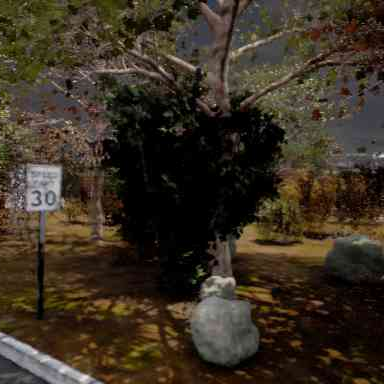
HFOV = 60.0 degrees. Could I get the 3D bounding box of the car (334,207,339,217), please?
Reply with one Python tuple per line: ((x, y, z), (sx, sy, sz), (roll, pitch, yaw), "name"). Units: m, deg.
((17.237, 2.316, 38.520), (2.231, 1.521, 4.892), (0, 0, 35), "car")
